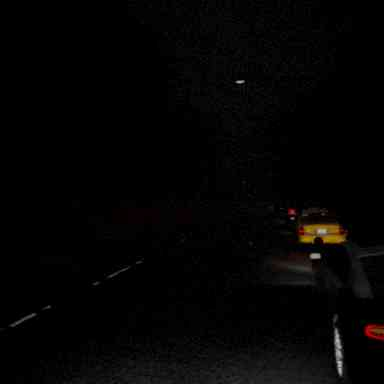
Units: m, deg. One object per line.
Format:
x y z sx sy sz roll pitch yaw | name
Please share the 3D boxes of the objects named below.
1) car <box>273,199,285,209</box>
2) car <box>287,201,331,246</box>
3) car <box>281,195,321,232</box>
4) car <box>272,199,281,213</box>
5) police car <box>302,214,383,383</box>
14.319 1.897 54.776 1.812 1.442 4.674 -2 -1 13 | car
5.491 1.441 14.961 1.801 1.575 5.366 -3 -1 14 | car
6.915 1.236 20.639 2.150 2.045 5.566 -4 -1 14 | car
11.109 1.724 41.477 2.128 1.511 4.902 -2 -1 14 | car
2.993 1.382 5.181 1.930 1.638 5.238 -2 -1 14 | police car
